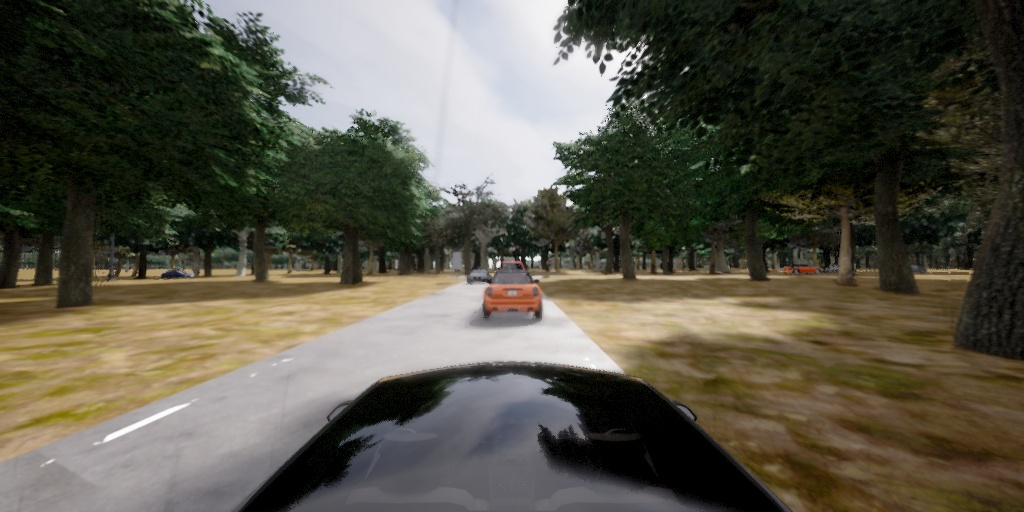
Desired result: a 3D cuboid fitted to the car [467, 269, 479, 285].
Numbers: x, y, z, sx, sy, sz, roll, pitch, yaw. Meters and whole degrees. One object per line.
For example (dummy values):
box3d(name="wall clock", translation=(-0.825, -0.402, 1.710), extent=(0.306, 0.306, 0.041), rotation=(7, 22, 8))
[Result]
box3d(name="car", translation=(-3.055, 1.934, 33.759), extent=(1.994, 1.385, 4.181), rotation=(0, -1, 0))

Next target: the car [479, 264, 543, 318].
box3d(name="car", translation=(0.041, 1.307, 14.184), extent=(2.097, 1.767, 4.553), rotation=(0, -1, 0))

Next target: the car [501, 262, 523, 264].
box3d(name="car", translation=(0.024, 1.459, 27.937), extent=(2.150, 2.045, 5.566), rotation=(0, -1, 1))
